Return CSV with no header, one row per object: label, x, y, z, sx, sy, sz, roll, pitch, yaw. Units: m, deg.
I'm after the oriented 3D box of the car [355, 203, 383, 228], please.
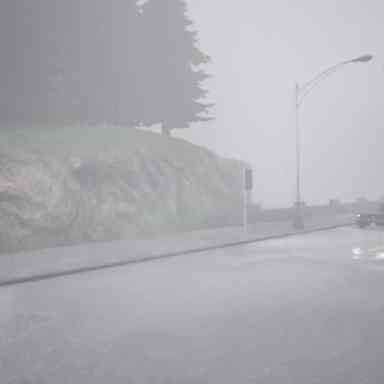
car,10.811,1.273,18.217,4.718,1.301,1.895,-1,1,-40
